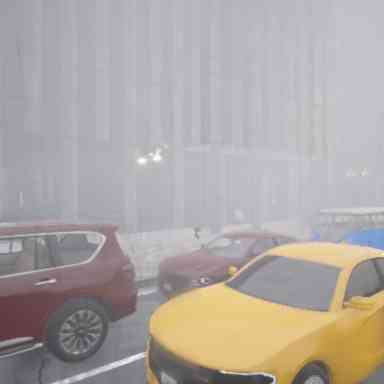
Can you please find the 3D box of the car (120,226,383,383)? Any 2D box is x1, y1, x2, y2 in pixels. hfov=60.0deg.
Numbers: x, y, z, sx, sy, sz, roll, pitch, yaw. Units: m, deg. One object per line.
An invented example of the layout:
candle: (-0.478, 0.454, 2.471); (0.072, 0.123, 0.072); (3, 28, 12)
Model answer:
car: (1.737, 1.513, 4.676); (5.008, 1.535, 1.882); (0, -1, -39)

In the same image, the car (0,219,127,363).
car: (-3.118, 1.355, 4.347); (5.009, 1.841, 2.192); (0, -1, -39)

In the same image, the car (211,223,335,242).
car: (1.293, 1.606, 7.856); (4.507, 1.381, 1.887); (0, -1, -39)

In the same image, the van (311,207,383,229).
van: (5.702, 1.423, 11.369); (3.998, 1.788, 1.690); (0, -1, -39)
